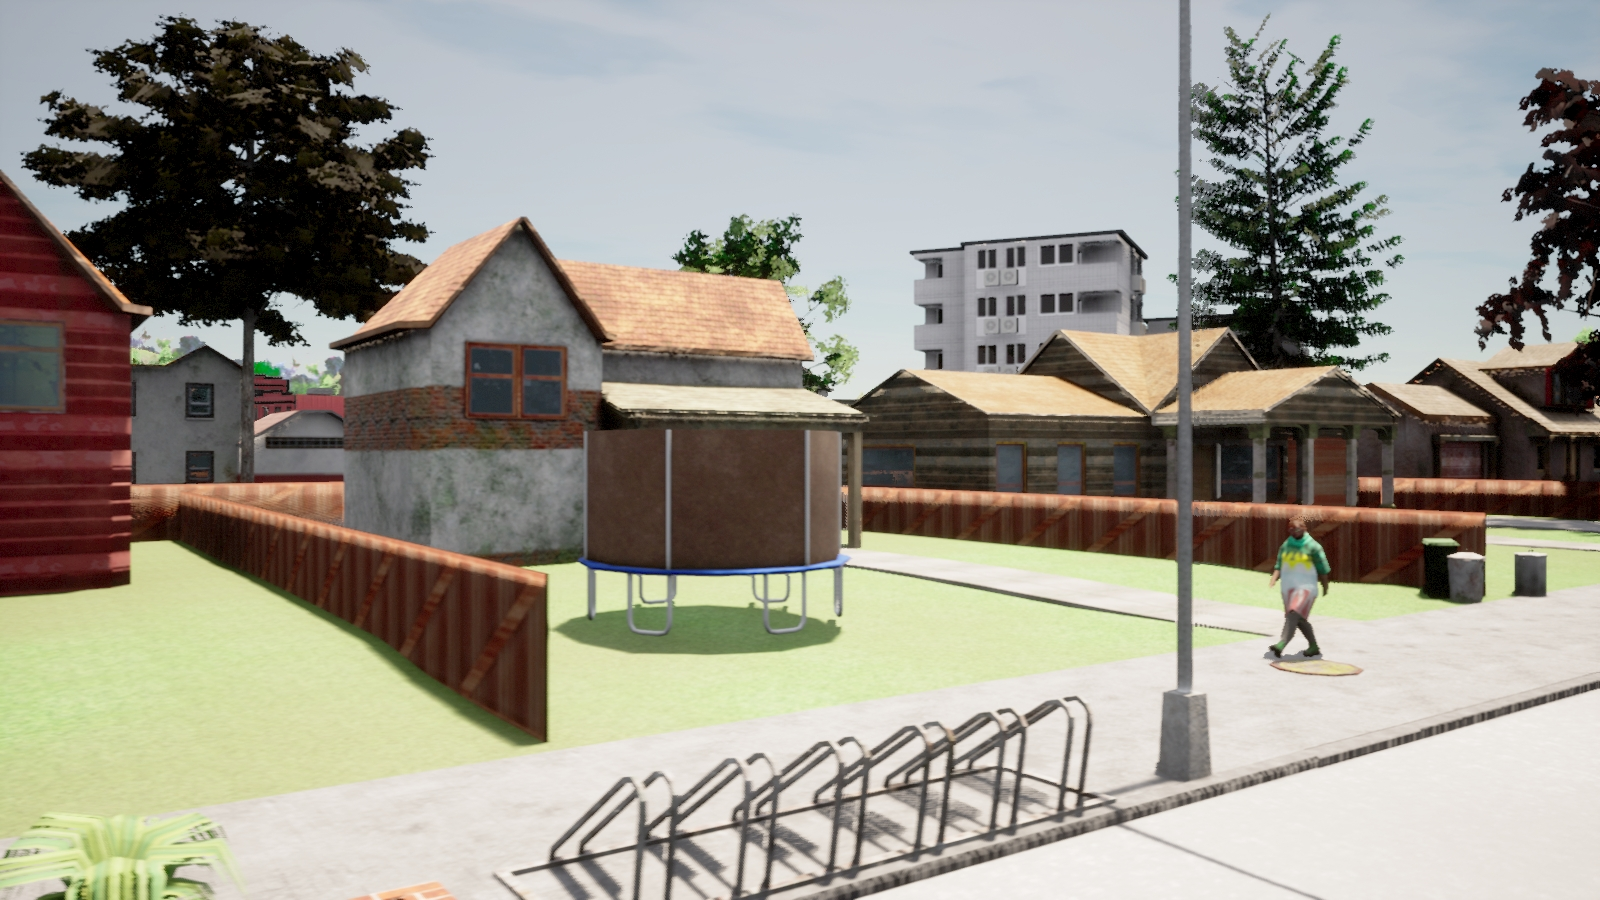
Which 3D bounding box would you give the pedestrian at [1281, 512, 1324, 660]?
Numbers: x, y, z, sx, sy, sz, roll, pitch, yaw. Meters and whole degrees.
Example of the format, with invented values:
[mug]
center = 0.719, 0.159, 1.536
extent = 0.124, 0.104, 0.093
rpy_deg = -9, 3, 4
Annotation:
[pedestrian]
center = 6.514, 1.743, 14.819
extent = 0.375, 1.860, 0.375
rpy_deg = 0, 0, -34
